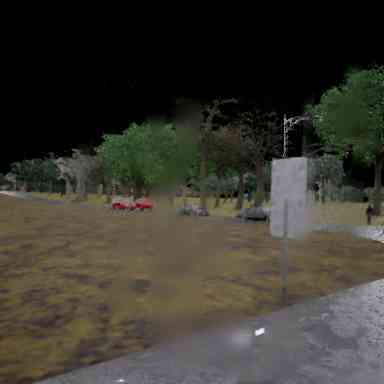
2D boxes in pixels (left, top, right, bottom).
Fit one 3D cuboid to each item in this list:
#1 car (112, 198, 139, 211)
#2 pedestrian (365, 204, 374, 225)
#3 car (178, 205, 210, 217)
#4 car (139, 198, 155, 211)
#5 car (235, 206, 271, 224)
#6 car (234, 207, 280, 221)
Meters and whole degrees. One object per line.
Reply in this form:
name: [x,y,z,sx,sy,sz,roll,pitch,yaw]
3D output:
car: [-11.139,1.942,53.758,2.150,2.045,5.566,3,-3,-35]
pedestrian: [15.599,1.970,29.324,0.375,1.860,0.375,2,-1,-36]
car: [0.174,2.121,37.794,1.994,1.385,4.181,3,-2,-37]
car: [-8.325,2.103,55.905,2.150,2.045,5.566,3,-2,-35]
car: [6.207,1.982,29.379,2.033,1.411,5.357,3,-3,-36]
car: [6.755,2.258,35.019,1.895,1.301,4.718,3,-3,-36]
